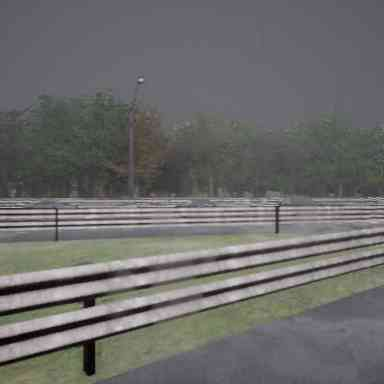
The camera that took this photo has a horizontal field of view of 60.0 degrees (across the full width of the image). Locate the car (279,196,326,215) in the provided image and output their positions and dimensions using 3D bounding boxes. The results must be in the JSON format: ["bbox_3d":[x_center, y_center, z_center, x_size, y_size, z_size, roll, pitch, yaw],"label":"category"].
[{"bbox_3d":[10.490,1.177,31.460,4.553,1.767,2.097,0,0,-17],"label":"car"}]

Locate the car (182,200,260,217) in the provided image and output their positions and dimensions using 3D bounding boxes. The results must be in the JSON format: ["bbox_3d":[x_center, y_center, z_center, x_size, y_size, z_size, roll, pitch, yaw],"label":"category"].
[{"bbox_3d":[2.008,1.411,21.640,4.718,1.301,1.895,0,0,-17],"label":"car"}]

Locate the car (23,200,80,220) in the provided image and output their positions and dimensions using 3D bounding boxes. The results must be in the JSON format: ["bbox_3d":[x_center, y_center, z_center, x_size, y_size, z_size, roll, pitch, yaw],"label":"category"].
[{"bbox_3d":[-10.552,1.309,25.208,4.181,1.385,1.994,0,1,-17],"label":"car"}]

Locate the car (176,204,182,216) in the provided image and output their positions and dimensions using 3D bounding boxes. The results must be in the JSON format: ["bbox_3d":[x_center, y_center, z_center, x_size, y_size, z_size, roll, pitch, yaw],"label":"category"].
[{"bbox_3d":[0.986,1.325,24.989,4.674,1.442,1.812,0,0,-17],"label":"car"}]
